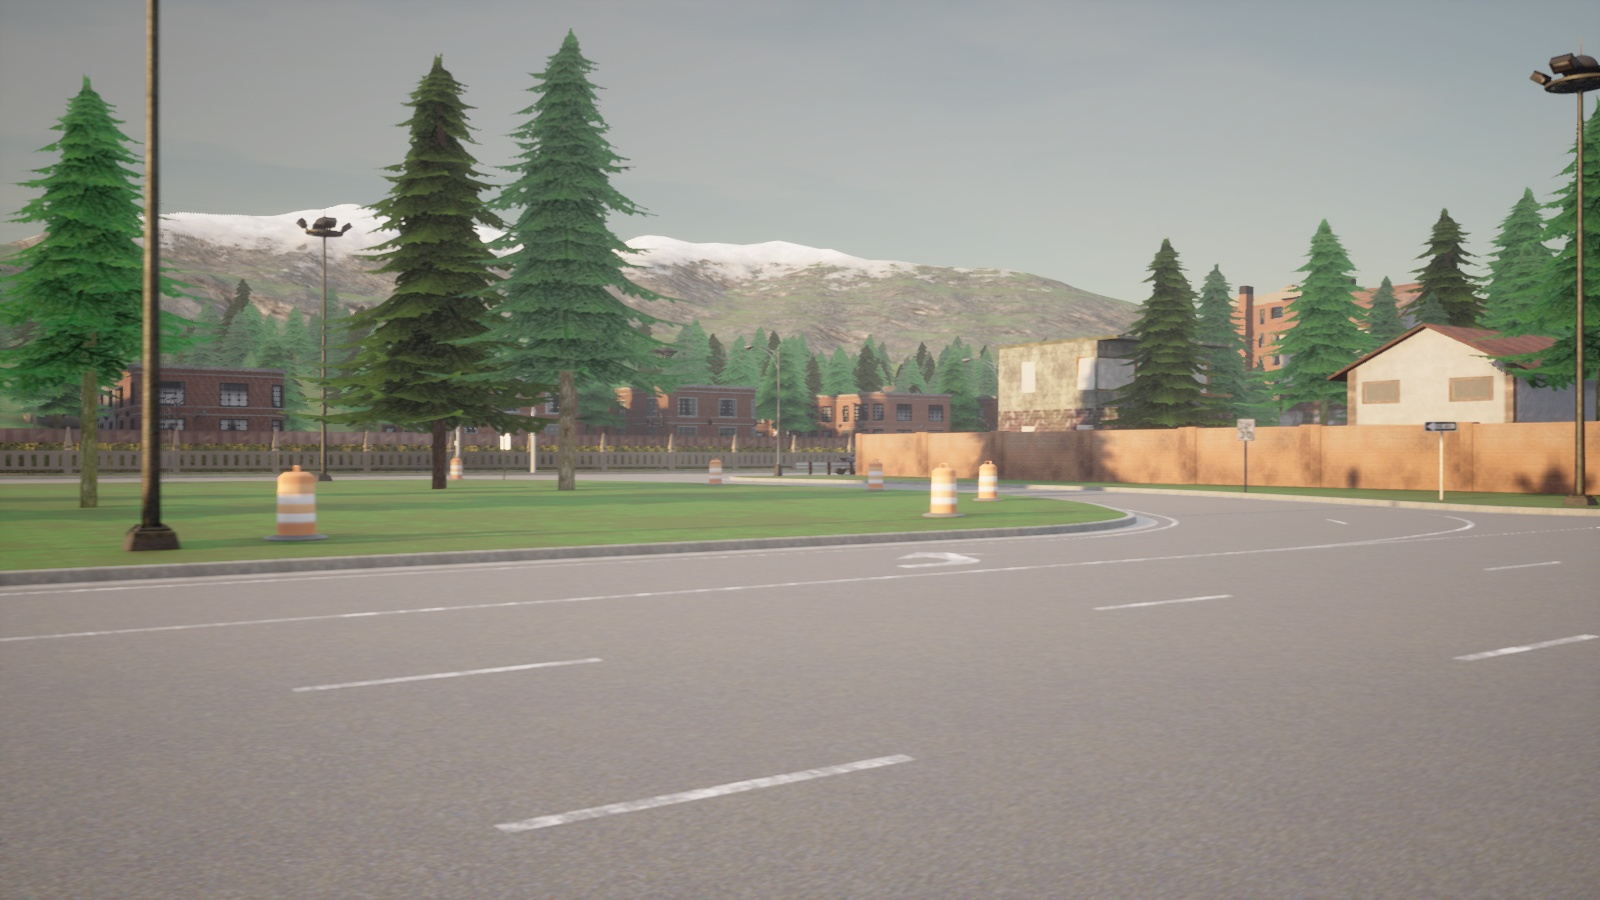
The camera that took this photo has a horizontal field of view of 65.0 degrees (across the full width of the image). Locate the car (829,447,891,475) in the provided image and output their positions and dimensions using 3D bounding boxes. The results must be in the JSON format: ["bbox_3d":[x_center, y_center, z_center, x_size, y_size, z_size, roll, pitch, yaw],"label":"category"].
[{"bbox_3d":[4.125,0.742,86.060,3.866,1.878,1.905,0,0,-35],"label":"car"}]
